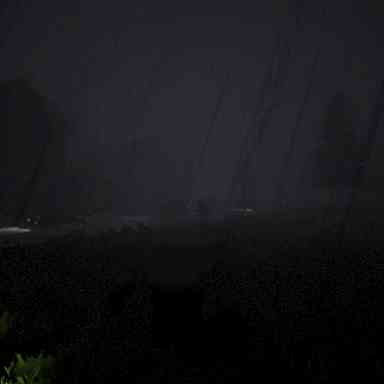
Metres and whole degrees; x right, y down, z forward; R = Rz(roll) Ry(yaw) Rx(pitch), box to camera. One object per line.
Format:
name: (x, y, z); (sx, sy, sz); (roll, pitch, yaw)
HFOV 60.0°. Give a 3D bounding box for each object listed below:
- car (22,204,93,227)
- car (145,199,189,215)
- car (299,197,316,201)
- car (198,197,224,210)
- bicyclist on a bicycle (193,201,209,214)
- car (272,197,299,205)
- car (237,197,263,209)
car: (-8.449, 1.456, 21.163); (1.994, 1.385, 4.181); (0, 0, 36)
car: (-2.158, 1.397, 29.958); (1.837, 1.490, 4.892); (0, 0, 36)
car: (17.638, 1.487, 51.459); (1.895, 1.301, 4.718); (0, 0, 36)
car: (2.419, 1.352, 41.299); (1.816, 1.474, 4.193); (7, 4, 33)
bicyclist on a bicycle: (0.595, 1.387, 21.565); (1.656, 1.620, 0.582); (3, 2, 36)
car: (11.953, 1.411, 43.423); (1.812, 1.442, 4.674); (0, 0, 36)
car: (7.655, 1.399, 43.621); (1.837, 1.490, 4.892); (0, -1, 36)
